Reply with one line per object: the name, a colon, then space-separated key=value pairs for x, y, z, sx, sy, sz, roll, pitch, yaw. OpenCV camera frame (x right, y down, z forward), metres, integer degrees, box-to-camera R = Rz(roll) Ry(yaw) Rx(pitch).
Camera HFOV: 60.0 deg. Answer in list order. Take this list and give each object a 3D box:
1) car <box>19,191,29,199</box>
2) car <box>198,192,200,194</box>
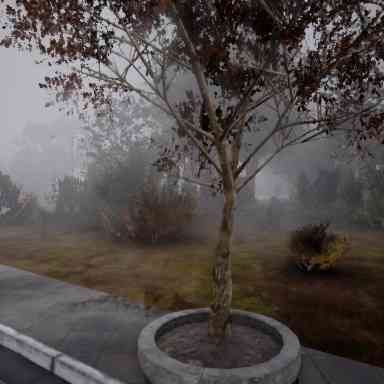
car: x=-23.241 y=0.893 z=42.146 sx=2.150 sy=2.045 sz=5.566 roll=1 pitch=0 yaw=33
car: x=0.903 y=0.971 z=60.271 sx=2.150 sy=2.045 sz=5.566 roll=1 pitch=0 yaw=32
